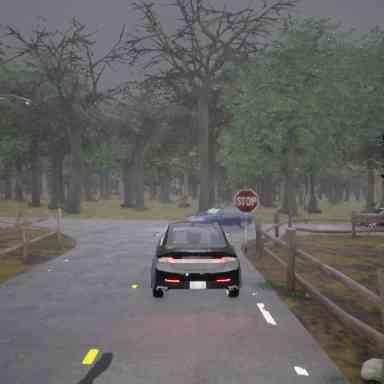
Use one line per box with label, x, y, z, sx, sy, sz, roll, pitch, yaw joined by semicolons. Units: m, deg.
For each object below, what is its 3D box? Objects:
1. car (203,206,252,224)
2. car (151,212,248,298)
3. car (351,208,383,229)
car;1.726;1.597;20.963;4.674;1.442;1.812;1;0;-34
car;0.035;1.492;8.520;2.128;1.511;4.902;0;0;-2
car;14.087;1.846;23.966;5.008;1.535;1.882;1;0;0
